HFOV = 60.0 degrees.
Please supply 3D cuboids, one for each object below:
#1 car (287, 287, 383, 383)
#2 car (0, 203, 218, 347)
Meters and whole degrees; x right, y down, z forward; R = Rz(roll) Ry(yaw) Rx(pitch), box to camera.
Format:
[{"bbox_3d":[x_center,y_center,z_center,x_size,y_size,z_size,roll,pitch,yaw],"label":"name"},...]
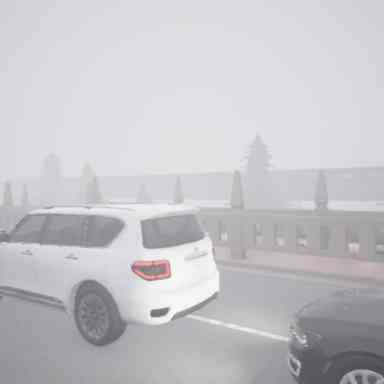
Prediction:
[{"bbox_3d":[3.306,1.459,2.844,4.892,1.490,1.837,-1,0,36],"label":"car"},{"bbox_3d":[-2.186,1.254,6.569,5.566,2.045,2.150,-1,0,32],"label":"car"}]
